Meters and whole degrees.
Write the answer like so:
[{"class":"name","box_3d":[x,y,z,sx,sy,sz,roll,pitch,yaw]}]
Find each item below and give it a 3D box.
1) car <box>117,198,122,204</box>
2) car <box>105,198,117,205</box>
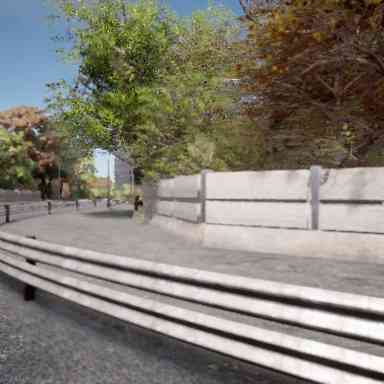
[{"class":"car","box_3d":[-19.767,2.427,87.602,1.882,1.535,5.008,0,-1,-2]},{"class":"car","box_3d":[-19.435,2.218,77.647,1.994,1.385,4.181,0,-1,-2]}]
